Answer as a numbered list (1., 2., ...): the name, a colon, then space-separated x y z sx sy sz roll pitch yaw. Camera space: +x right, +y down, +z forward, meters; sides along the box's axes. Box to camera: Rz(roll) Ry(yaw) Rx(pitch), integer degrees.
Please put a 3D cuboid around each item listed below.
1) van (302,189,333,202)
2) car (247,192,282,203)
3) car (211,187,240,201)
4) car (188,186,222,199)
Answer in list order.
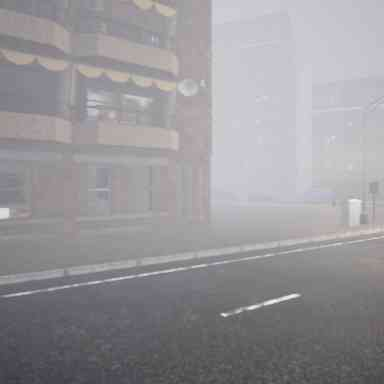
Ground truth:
1. van: 17.497 0.458 46.043 3.998 1.788 1.690 1 0 24
2. car: 8.818 0.698 40.765 4.206 1.307 1.802 1 0 24
3. car: 3.692 0.298 43.079 5.009 1.841 2.192 1 0 24
4. car: 2.100 0.033 52.989 5.009 1.841 2.192 2 0 24
